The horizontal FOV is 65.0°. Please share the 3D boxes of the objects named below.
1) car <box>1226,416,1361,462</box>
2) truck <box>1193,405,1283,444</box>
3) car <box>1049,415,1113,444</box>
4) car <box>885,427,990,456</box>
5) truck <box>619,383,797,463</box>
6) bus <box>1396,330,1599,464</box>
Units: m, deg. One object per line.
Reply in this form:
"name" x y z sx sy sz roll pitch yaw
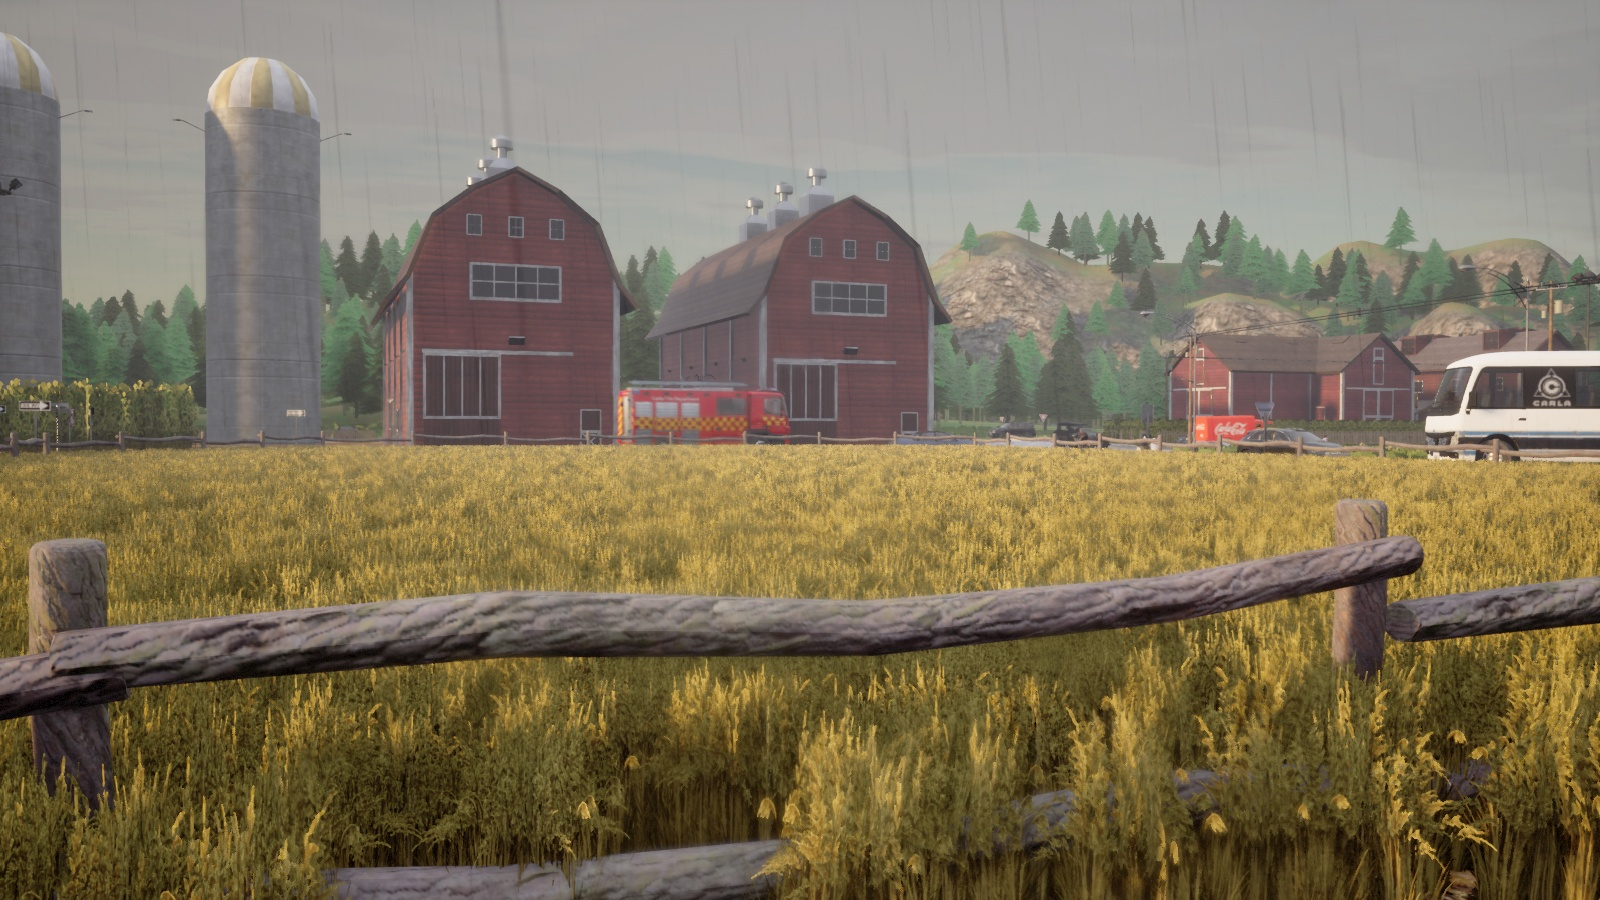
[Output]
"car" 18.755 -0.439 47.991 2.033 1.649 4.856 -1 1 -21
"truck" 30.093 -1.773 86.395 5.204 2.467 2.627 -2 1 -5
"car" 19.359 -1.397 86.470 1.905 1.878 3.866 -3 2 -44
"car" 7.265 -0.477 66.913 5.357 1.411 2.033 -1 1 1
"truck" -4.622 -1.415 63.584 8.468 3.827 2.891 -1 1 -24
"bus" 26.218 -1.773 42.418 10.273 4.253 3.944 -1 1 10
